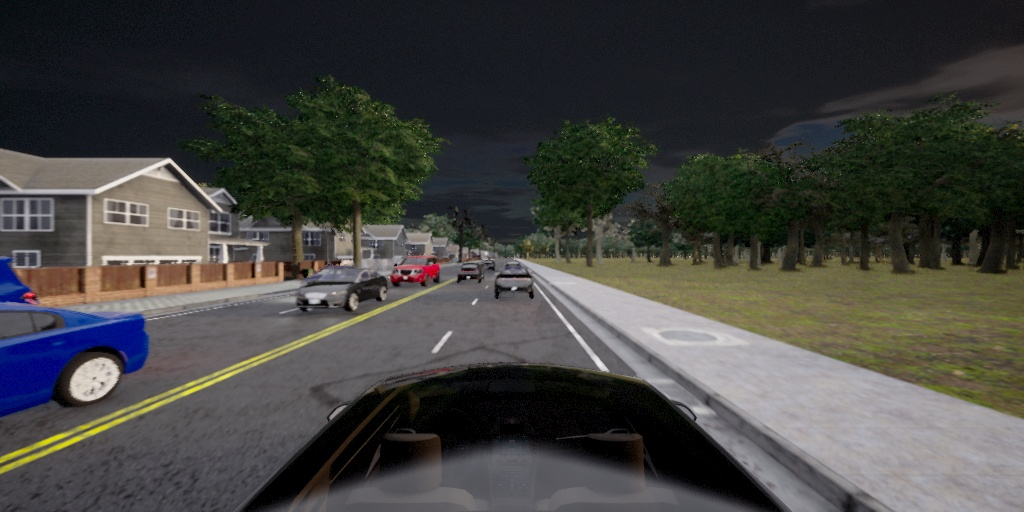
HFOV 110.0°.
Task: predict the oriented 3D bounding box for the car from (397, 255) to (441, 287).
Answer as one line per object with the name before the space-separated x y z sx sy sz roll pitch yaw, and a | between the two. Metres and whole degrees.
car | -6.518 0.981 25.005 2.150 2.045 5.566 0 0 2

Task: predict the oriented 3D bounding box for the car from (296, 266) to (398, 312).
car | -6.547 1.247 14.373 2.128 1.511 4.902 0 0 1

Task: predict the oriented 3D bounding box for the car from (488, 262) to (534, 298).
car | 0.106 1.248 18.447 2.128 1.511 4.902 0 0 0

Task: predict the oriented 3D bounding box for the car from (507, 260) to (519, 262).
car | 0.113 1.244 41.817 1.882 1.535 5.008 0 0 0

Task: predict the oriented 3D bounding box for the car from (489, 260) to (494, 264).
car | -3.132 1.276 48.714 1.837 1.490 4.892 0 0 0

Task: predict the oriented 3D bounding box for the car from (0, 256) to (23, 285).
car | -9.797 0.971 4.228 2.150 2.045 5.566 0 0 1

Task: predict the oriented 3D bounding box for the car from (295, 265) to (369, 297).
car | -9.815 1.284 20.038 1.812 1.442 4.674 0 0 0

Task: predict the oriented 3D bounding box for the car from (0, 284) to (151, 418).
car | -6.554 1.229 3.405 1.882 1.535 5.008 0 0 0

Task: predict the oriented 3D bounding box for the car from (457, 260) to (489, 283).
car | -3.142 1.268 28.213 1.837 1.490 4.892 0 1 0
